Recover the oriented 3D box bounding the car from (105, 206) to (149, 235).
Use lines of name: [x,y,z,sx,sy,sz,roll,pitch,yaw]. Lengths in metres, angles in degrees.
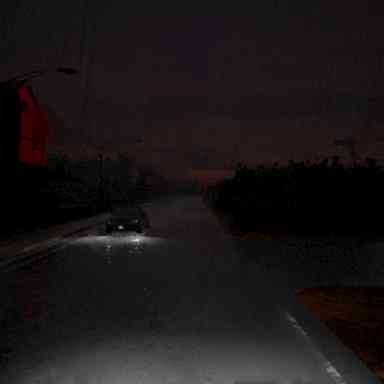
car: [-3.594,1.524,19.131,1.812,1.442,4.674,0,0,0]
